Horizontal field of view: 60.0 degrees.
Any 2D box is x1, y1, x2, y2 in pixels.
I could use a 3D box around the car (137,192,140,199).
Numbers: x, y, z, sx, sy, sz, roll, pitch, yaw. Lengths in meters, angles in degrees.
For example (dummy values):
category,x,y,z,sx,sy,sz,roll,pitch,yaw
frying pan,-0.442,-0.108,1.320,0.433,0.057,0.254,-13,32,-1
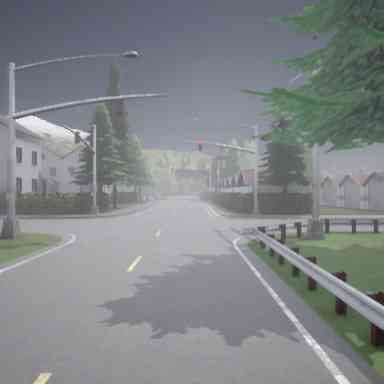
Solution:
category,x,y,z,sx,sy,sz,roll,pitch,yaw
car,-16.776,1.044,93.880,3.866,1.878,1.905,0,0,-1
